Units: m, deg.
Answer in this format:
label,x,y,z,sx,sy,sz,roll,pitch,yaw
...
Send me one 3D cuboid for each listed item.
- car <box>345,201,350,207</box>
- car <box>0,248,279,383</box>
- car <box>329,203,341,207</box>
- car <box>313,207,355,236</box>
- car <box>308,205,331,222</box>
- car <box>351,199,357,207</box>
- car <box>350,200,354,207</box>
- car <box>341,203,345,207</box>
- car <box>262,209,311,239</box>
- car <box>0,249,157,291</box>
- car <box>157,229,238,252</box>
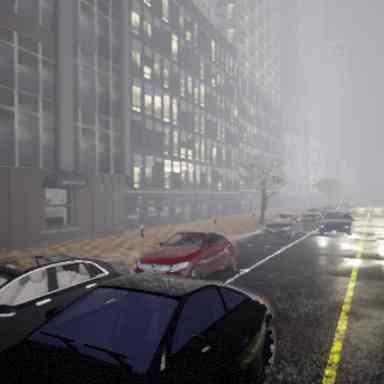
label,x,y,z,sx,sy,sz,roll,pitch,yaw
car,24.437,2.513,54.668,1.752,1.417,4.829,-2,-2,29
car,-0.503,1.651,3.449,1.994,1.385,4.181,-1,-1,29
car,16.364,2.317,39.843,1.802,1.307,4.206,-2,-2,29
car,9.486,1.943,21.578,2.033,1.411,5.357,-1,-1,29
car,10.928,2.115,29.862,2.008,1.369,4.403,-2,-2,29
car,35.391,2.880,74.780,2.008,1.369,4.403,-2,-2,29
car,29.955,2.726,64.798,1.947,1.339,4.313,-2,-2,29
car,19.080,2.260,44.838,1.967,1.590,4.097,-2,-2,29
car,5.491,1.944,19.881,2.008,1.369,4.403,-2,-2,29
car,-2.663,1.687,4.909,2.008,1.369,4.403,-2,-2,29
car,0.056,1.804,9.899,1.802,1.307,4.206,-2,-2,29
